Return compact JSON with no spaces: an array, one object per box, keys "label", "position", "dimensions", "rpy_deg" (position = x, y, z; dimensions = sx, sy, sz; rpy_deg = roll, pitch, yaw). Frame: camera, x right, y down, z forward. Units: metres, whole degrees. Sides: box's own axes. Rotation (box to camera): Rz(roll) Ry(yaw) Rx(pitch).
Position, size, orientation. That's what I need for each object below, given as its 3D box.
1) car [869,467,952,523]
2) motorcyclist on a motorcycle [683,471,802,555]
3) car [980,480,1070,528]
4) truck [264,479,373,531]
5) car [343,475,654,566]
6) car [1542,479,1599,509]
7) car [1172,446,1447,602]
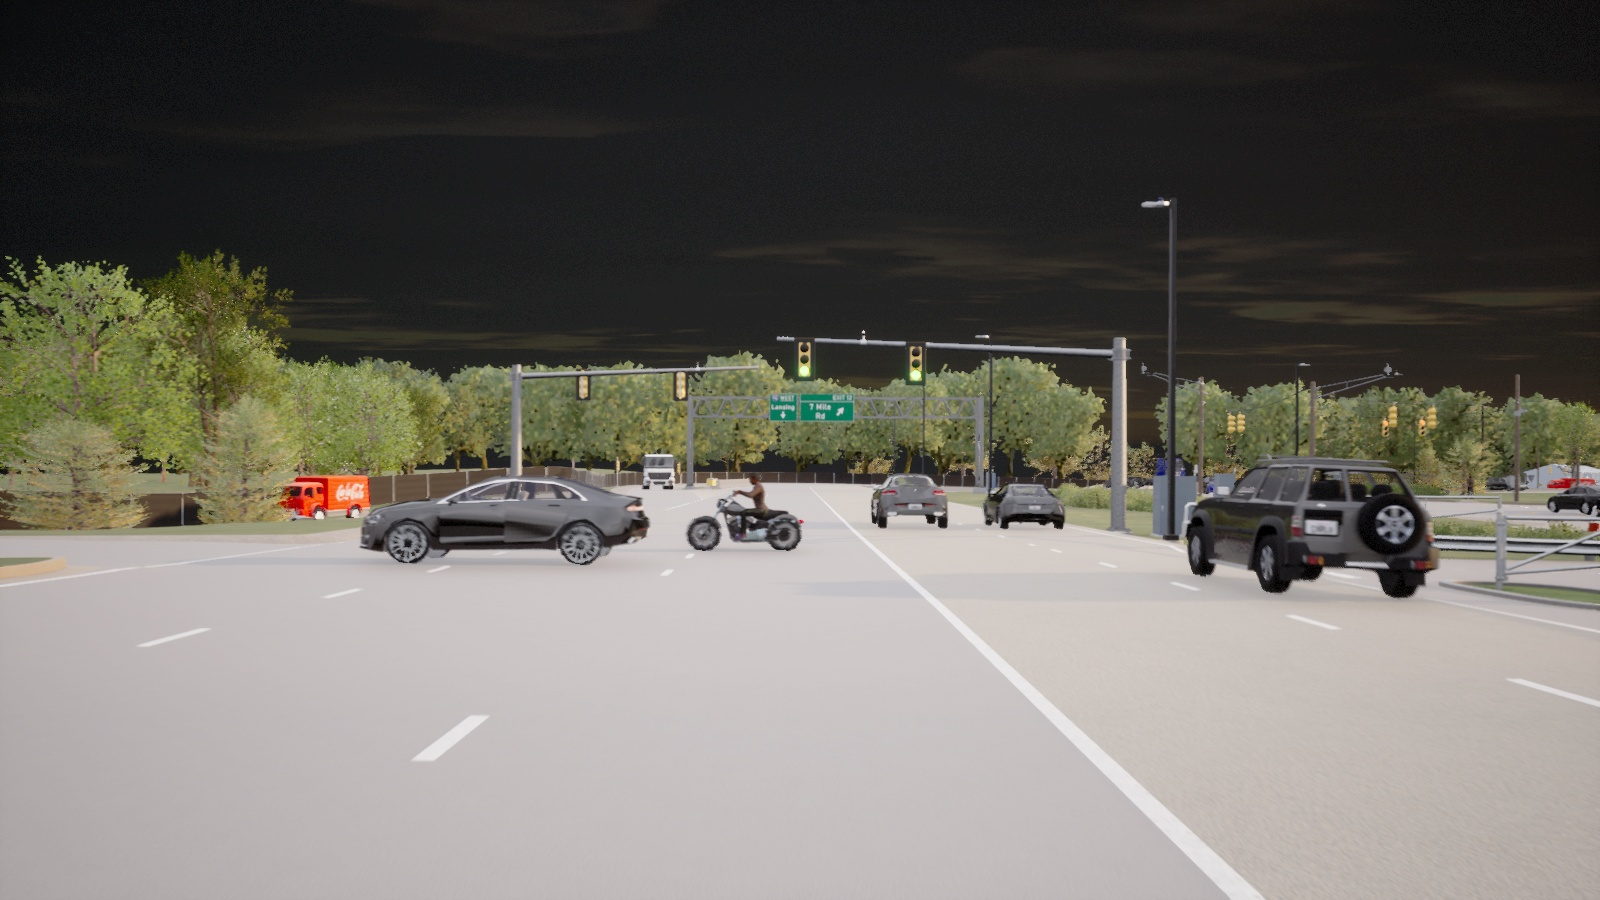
[{"label":"car","position":[3.404,1.385,39.557],"dimensions":[2.152,1.651,5.027],"rpy_deg":[0,-1,0]},{"label":"motorcyclist on a motorcycle","position":[-1.156,1.266,25.424],"dimensions":[2.350,1.649,0.766],"rpy_deg":[0,-1,-1]},{"label":"car","position":[6.906,1.644,38.944],"dimensions":[1.994,1.385,4.181],"rpy_deg":[0,-1,0]},{"label":"truck","position":[-24.894,2.791,65.216],"dimensions":[2.627,2.467,5.204],"rpy_deg":[0,0,17]},{"label":"car","position":[-5.104,1.194,21.852],"dimensions":[4.902,1.511,2.128],"rpy_deg":[0,-1,-1]},{"label":"car","position":[41.561,2.301,66.355],"dimensions":[1.837,1.490,4.892],"rpy_deg":[0,-1,0]},{"label":"car","position":[6.980,0.961,17.800],"dimensions":[1.932,1.855,4.605],"rpy_deg":[2,-1,-1]}]
